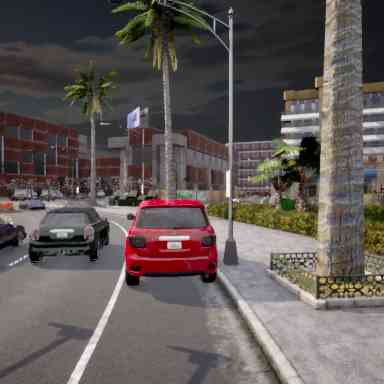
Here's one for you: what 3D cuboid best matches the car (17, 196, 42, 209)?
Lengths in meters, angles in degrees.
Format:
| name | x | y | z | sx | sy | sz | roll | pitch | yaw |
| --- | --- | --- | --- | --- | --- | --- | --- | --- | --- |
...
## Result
| name | x | y | z | sx | sy | sz | roll | pitch | yaw |
| --- | --- | --- | --- | --- | --- | --- | --- | --- | --- |
| car | -19.633 | 1.548 | 40.578 | 4.181 | 1.385 | 1.994 | 0 | 0 | 43 |

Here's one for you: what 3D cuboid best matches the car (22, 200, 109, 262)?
| name | x | y | z | sx | sy | sz | roll | pitch | yaw |
| --- | --- | --- | --- | --- | --- | --- | --- | --- | --- |
| car | -4.320 | 1.349 | 12.356 | 2.097 | 1.767 | 4.553 | 0 | 0 | -8 |

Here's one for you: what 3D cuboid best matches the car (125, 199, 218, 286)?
| name | x | y | z | sx | sy | sz | roll | pitch | yaw |
| --- | --- | --- | --- | --- | --- | --- | --- | --- | --- |
| car | -0.718 | 1.220 | 9.685 | 2.150 | 2.045 | 5.566 | 0 | 0 | -7 |

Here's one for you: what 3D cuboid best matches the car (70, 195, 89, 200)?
| name | x | y | z | sx | sy | sz | roll | pitch | yaw |
| --- | --- | --- | --- | --- | --- | --- | --- | --- | --- |
| car | -9.395 | 1.345 | 27.252 | 2.097 | 1.767 | 4.553 | 0 | 0 | -26 |

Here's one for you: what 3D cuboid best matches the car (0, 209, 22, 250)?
| name | x | y | z | sx | sy | sz | roll | pitch | yaw |
| --- | --- | --- | --- | --- | --- | --- | --- | --- | --- |
| car | -7.636 | 1.541 | 11.814 | 2.033 | 1.411 | 5.357 | 0 | 0 | -10 |

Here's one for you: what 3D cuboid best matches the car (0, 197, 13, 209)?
| name | x | y | z | sx | sy | sz | roll | pitch | yaw |
| --- | --- | --- | --- | --- | --- | --- | --- | --- | --- |
| car | -22.465 | 1.334 | 38.432 | 4.553 | 1.767 | 2.097 | 0 | 0 | 43 |
